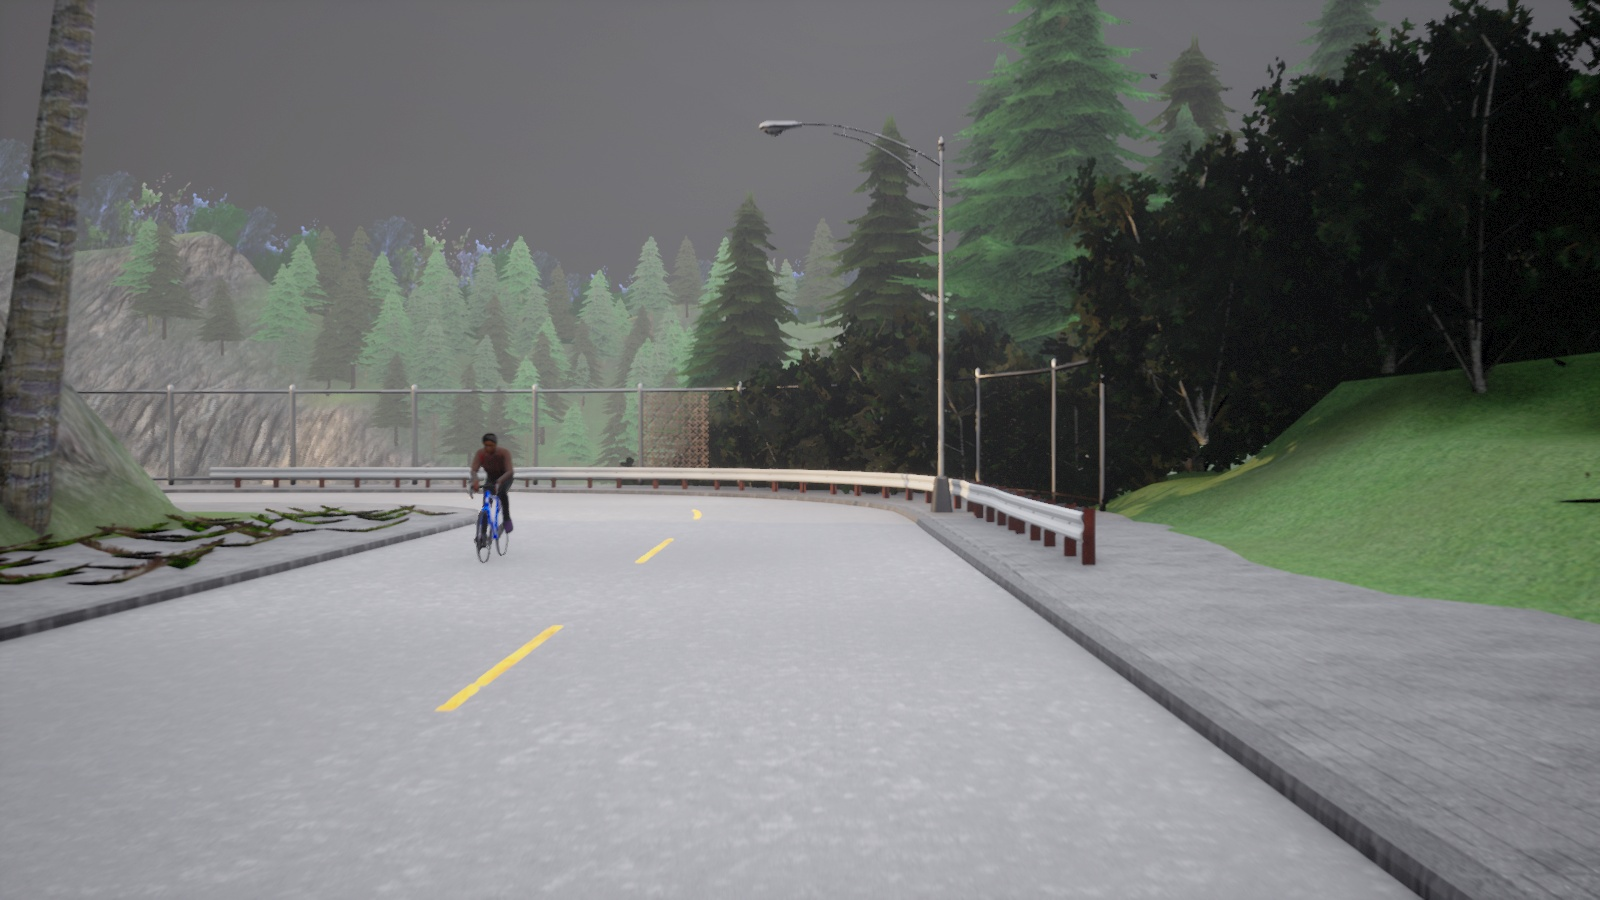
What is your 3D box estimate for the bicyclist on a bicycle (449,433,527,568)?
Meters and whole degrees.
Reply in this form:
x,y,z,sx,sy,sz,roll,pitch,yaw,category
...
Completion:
x,y,z,sx,sy,sz,roll,pitch,yaw,category
-3.919,0.597,15.876,0.582,1.620,1.656,0,1,0,bicyclist on a bicycle
